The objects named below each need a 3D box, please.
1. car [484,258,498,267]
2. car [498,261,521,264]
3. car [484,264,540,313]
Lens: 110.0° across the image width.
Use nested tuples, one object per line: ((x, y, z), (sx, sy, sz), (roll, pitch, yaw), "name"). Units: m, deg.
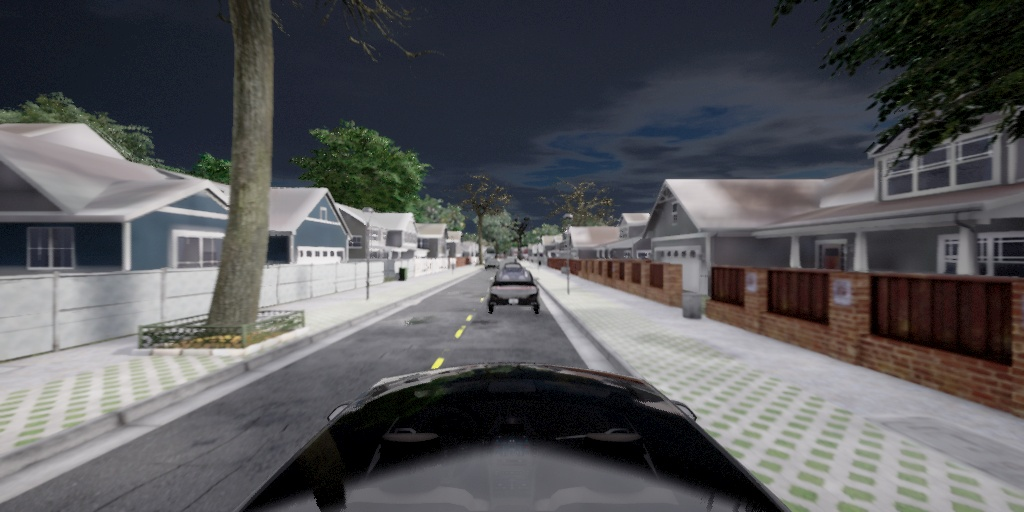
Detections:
((-2.842, 1.140, 52.281), (2.097, 1.767, 4.553), (0, 0, 0), "car")
((0.061, 1.284, 29.248), (1.837, 1.490, 4.892), (0, 0, 0), "car")
((0.066, 1.255, 14.069), (2.128, 1.511, 4.902), (0, 0, 0), "car")
